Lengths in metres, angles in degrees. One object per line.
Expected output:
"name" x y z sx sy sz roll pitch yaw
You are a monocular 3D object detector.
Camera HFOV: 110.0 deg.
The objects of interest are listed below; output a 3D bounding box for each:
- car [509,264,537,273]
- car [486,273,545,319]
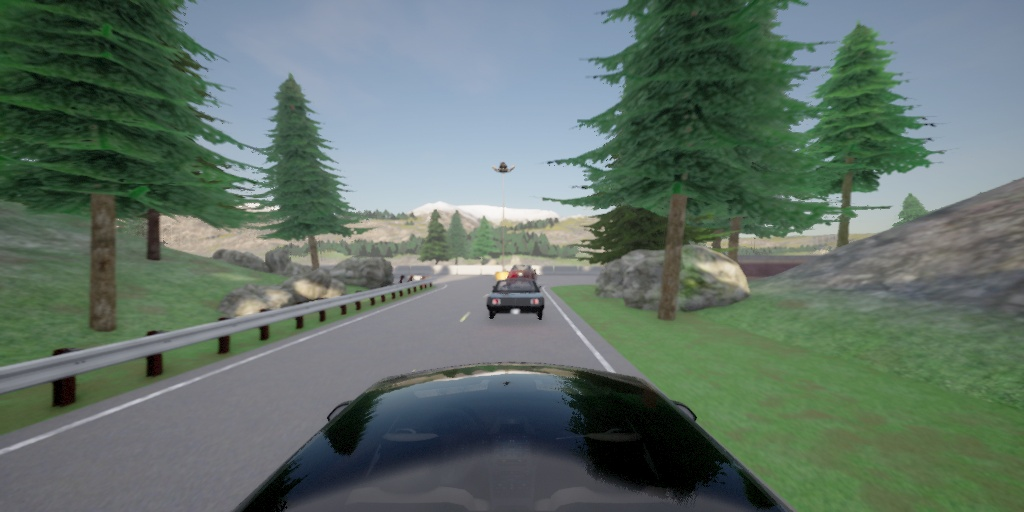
"car" 0.930 1.422 28.968 2.097 1.767 4.553 0 -1 8
"car" 0.178 1.488 13.498 1.895 1.301 4.718 0 -1 2
